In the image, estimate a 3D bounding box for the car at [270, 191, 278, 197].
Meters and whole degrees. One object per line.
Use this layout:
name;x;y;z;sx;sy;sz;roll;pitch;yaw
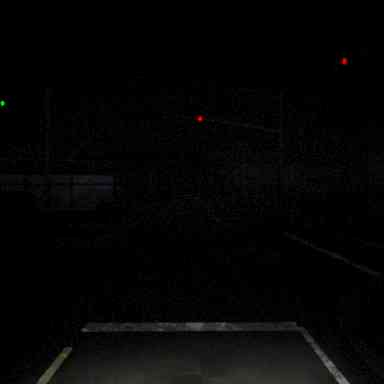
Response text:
car;23.910;0.567;92.590;4.674;1.442;1.812;0;0;0

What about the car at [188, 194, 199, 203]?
car;0.245;1.072;57.501;2.033;1.411;5.357;0;1;1

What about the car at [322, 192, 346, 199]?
car;31.395;0.687;73.665;4.514;1.523;2.007;0;0;0

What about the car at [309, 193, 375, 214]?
car;13.111;1.096;29.251;4.514;1.523;2.007;0;0;0

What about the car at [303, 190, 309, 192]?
car;20.717;0.848;54.243;4.514;1.523;2.007;0;0;0

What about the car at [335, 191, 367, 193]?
car;20.698;0.952;44.251;3.633;1.501;1.845;0;0;0

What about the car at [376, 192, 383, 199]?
car;38.790;0.625;63.601;5.027;1.636;2.152;0;0;0

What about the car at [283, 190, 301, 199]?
car;21.400;0.545;66.699;4.605;1.855;1.932;0;0;0

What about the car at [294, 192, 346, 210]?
car;13.051;1.061;32.388;5.027;1.636;2.152;0;0;0

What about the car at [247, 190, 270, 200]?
car;12.920;0.810;66.644;3.806;1.475;1.970;0;0;0

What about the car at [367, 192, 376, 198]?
car;38.452;0.651;70.018;3.806;1.475;1.970;0;0;0

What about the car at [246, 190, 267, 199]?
car;13.524;0.498;69.968;3.866;1.878;1.905;0;0;0
